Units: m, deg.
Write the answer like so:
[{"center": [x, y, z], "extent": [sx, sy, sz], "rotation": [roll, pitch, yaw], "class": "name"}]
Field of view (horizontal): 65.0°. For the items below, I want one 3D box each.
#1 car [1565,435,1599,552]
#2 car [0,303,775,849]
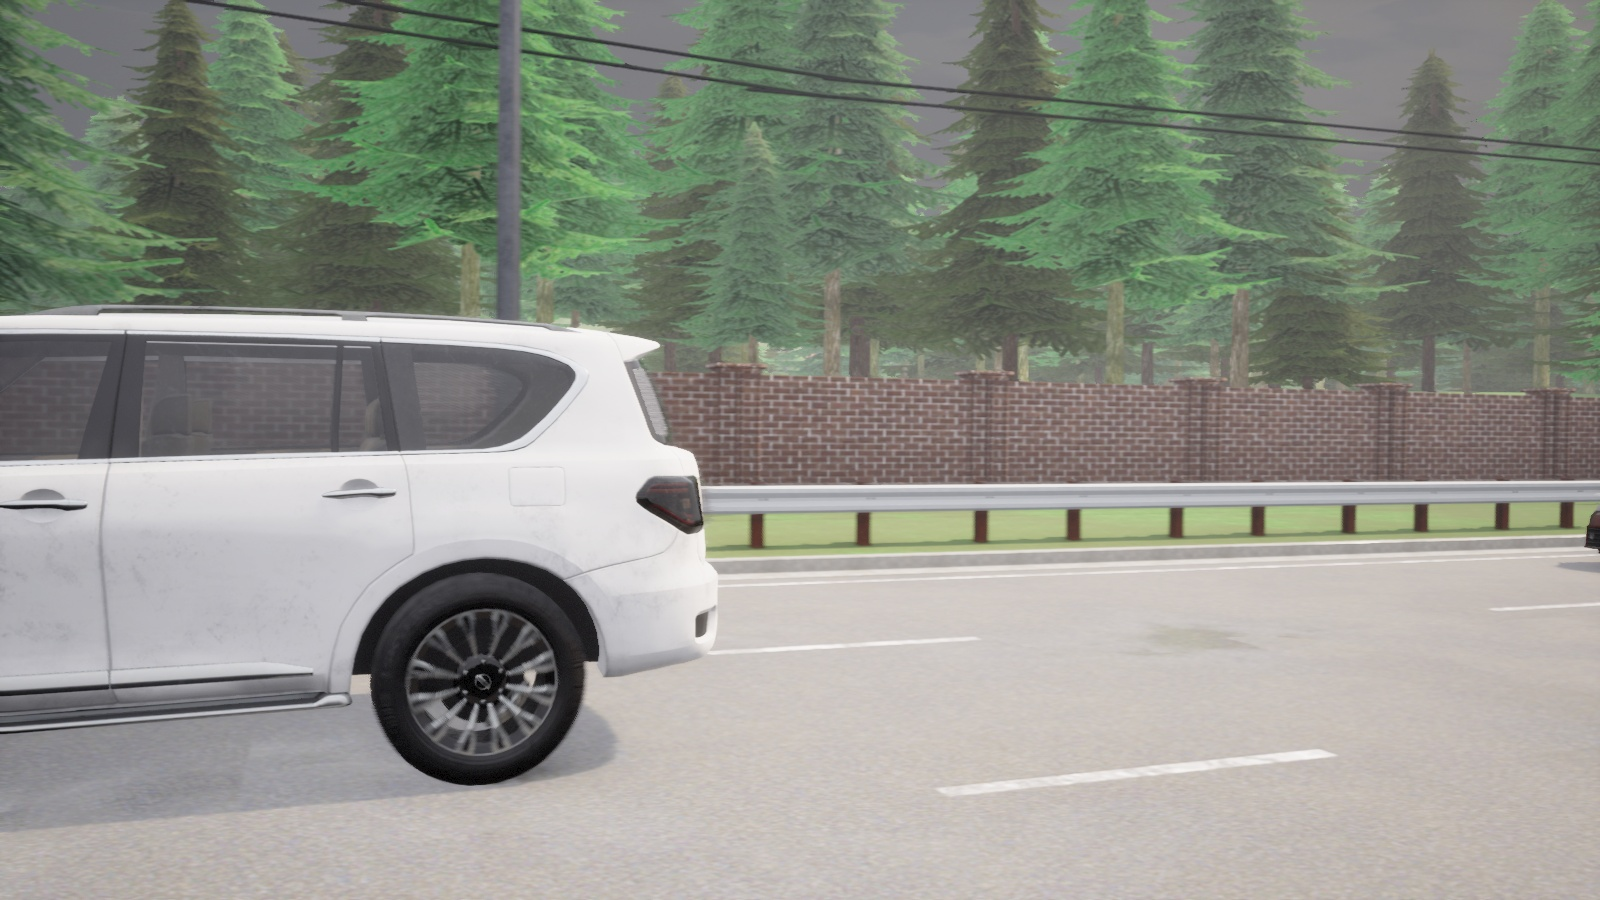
[{"center": [11.656, 0.489, 15.153], "extent": [4.181, 1.385, 1.994], "rotation": [-1, 1, -21], "class": "car"}, {"center": [-3.109, 0.456, 5.799], "extent": [5.566, 2.045, 2.150], "rotation": [-1, 1, -21], "class": "car"}]
